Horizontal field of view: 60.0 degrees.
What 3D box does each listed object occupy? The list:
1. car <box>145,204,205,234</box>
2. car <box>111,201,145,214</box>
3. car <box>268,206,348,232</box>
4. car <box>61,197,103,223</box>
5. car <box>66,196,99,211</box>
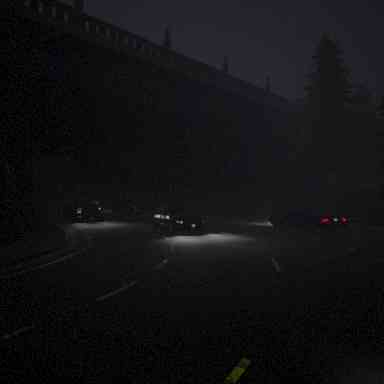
[{"bbox_3d":[-0.956,1.505,19.567,1.837,1.490,4.892,0,0,-25],"label":"car"},{"bbox_3d":[-6.615,1.601,34.834,1.895,1.301,4.718,0,0,-42],"label":"car"},{"bbox_3d":[6.784,1.547,20.114,2.033,1.411,5.357,0,0,-20],"label":"car"},{"bbox_3d":[-8.607,1.352,25.927,2.097,1.767,4.553,0,0,-37],"label":"car"},{"bbox_3d":[-13.863,1.352,42.128,4.553,1.767,2.097,0,0,44],"label":"car"}]
